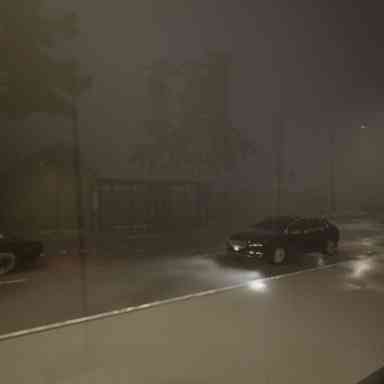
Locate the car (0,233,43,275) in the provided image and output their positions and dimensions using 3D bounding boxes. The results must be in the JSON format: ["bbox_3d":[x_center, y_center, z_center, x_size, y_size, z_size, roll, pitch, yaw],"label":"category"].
[{"bbox_3d":[-6.728,1.599,9.004,4.718,1.301,1.895,0,0,-35],"label":"car"}]

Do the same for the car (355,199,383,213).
[{"bbox_3d":[22.830,1.660,41.281,2.097,1.767,4.553,1,0,-36],"label":"car"}]

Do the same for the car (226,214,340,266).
[{"bbox_3d":[3.393,1.574,12.003,4.892,1.490,1.837,1,0,-36],"label":"car"}]
